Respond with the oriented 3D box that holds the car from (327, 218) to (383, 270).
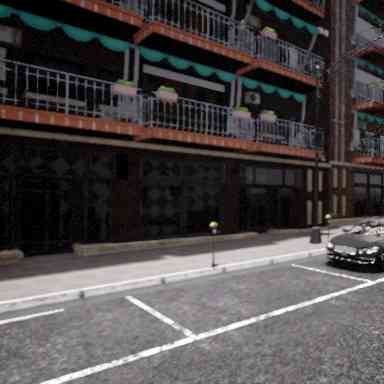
[{"bbox_3d":[6.238,1.585,10.996,4.403,1.369,2.008,0,1,-35],"label":"car"}]
